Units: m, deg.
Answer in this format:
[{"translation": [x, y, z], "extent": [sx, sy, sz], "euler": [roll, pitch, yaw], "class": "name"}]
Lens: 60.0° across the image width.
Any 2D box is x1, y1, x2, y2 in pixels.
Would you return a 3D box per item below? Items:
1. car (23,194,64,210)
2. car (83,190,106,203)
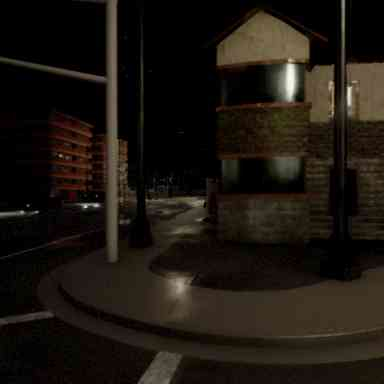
[{"translation": [-14.834, 0.930, 33.367], "extent": [2.128, 1.511, 4.902], "euler": [0, 2, 10], "class": "car"}, {"translation": [-12.812, 0.546, 44.946], "extent": [2.097, 1.767, 4.553], "euler": [0, 1, 10], "class": "car"}]
